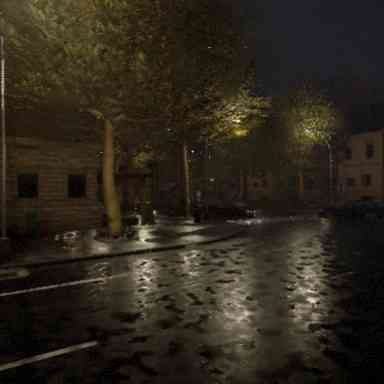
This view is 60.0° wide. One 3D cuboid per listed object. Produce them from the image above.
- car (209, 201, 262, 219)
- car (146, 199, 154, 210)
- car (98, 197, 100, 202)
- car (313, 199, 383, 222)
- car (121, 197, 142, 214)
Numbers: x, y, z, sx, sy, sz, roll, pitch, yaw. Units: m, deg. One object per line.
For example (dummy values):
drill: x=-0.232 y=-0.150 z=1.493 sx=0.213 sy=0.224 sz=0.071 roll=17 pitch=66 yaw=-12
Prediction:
car: x=3.689 y=1.517 z=29.483 sx=2.033 sy=1.411 sz=5.357 roll=0 pitch=0 yaw=-34
car: x=-6.953 y=1.490 z=44.550 sx=1.882 sy=1.535 sz=5.008 roll=0 pitch=0 yaw=-35
car: x=-16.195 y=1.281 z=52.436 sx=2.435 sy=2.045 sz=5.566 roll=0 pitch=0 yaw=-36
car: x=12.262 y=1.422 z=25.562 sx=4.902 sy=1.511 sz=2.128 roll=0 pitch=0 yaw=29
car: x=-8.340 y=1.502 z=40.393 sx=2.231 sy=1.521 sz=4.892 roll=0 pitch=0 yaw=-36
